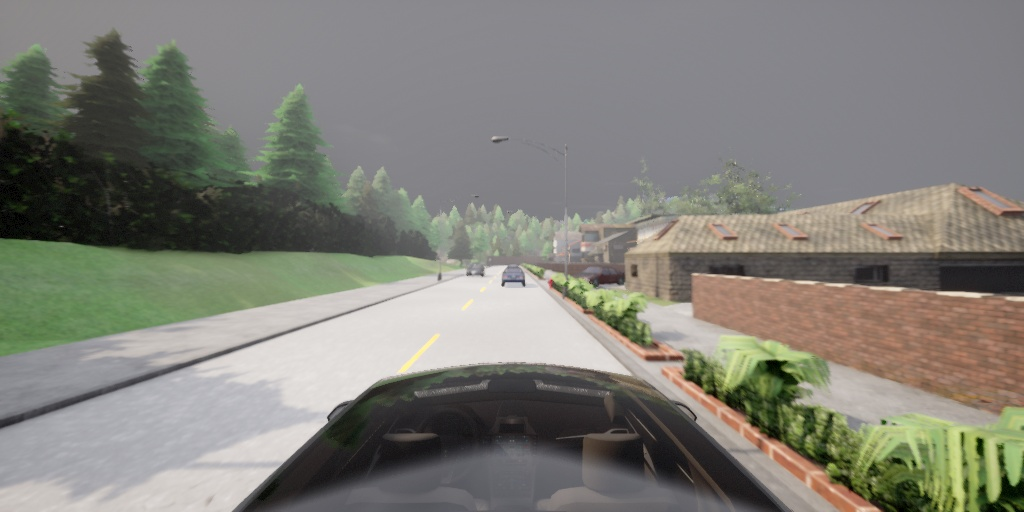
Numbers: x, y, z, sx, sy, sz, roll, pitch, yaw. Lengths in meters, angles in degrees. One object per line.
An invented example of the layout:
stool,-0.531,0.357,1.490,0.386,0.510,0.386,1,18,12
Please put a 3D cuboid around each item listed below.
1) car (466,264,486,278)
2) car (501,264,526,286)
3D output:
car,-4.058,1.658,40.846,2.128,1.511,4.902,0,-1,0
car,0.112,1.583,28.594,2.033,1.411,5.357,0,-1,0
